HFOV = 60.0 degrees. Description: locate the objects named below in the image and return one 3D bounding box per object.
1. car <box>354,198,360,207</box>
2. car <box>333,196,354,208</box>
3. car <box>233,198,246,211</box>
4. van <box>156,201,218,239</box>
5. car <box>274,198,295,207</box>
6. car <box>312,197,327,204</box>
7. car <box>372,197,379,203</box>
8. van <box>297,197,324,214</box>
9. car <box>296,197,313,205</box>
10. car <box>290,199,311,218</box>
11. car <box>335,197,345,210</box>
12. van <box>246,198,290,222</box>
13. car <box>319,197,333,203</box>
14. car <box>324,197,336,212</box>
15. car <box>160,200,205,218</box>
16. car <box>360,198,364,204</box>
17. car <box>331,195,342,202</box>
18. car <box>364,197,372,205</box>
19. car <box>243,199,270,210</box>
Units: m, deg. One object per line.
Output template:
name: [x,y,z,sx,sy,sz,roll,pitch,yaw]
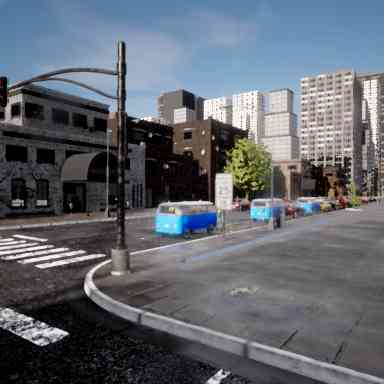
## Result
car: [25.152,1.517,53.870,2.192,1.841,5.009,0,0,35]
car: [21.988,1.497,49.345,2.192,1.841,5.009,0,0,35]
car: [5.637,1.507,40.587,1.967,1.590,4.097,0,0,35]
van: [-0.163,1.407,17.668,1.690,1.788,3.998,0,0,35]
car: [15.129,1.666,54.161,1.887,1.381,4.507,0,0,35]
car: [27.688,1.729,72.122,1.752,1.417,4.829,0,0,35]
car: [44.137,1.900,81.020,1.947,1.339,4.313,0,0,35]
van: [12.494,1.469,35.768,1.690,1.788,3.998,0,0,35]
car: [21.458,1.706,63.211,1.887,1.381,4.507,0,0,35]
car: [9.328,1.655,31.243,1.887,1.381,4.507,0,0,35]
car: [18.822,1.729,44.818,1.947,1.339,4.313,0,0,35]
van: [6.165,1.436,26.718,1.690,1.788,3.998,0,0,35]
car: [30.950,1.792,76.786,1.947,1.339,4.313,0,0,35]
car: [15.755,1.671,40.433,1.752,1.417,4.829,0,0,35]
car: [-0.790,1.558,31.396,1.752,1.417,4.829,0,0,35]
car: [28.413,1.748,58.534,1.752,1.417,4.829,0,0,35]
car: [37.279,1.713,85.836,1.967,1.590,4.097,0,0,35]
car: [34.644,1.810,67.444,1.887,1.381,4.507,0,0,35]
car: [8.800,1.629,45.111,1.887,1.381,4.507,0,0,35]
